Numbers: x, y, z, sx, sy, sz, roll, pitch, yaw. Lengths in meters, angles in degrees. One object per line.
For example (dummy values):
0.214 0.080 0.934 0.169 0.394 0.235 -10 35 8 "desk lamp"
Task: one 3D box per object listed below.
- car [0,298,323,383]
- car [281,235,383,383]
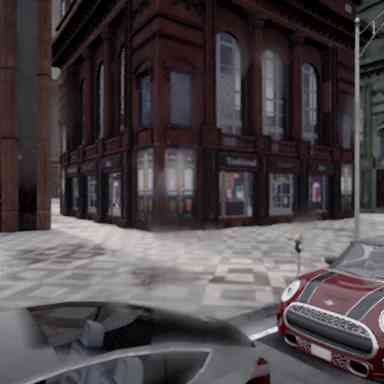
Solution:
-1.371 1.566 1.986 4.313 1.339 1.947 0 0 -36 "car"
3.214 1.456 5.266 4.097 1.590 1.967 0 0 -36 "car"
